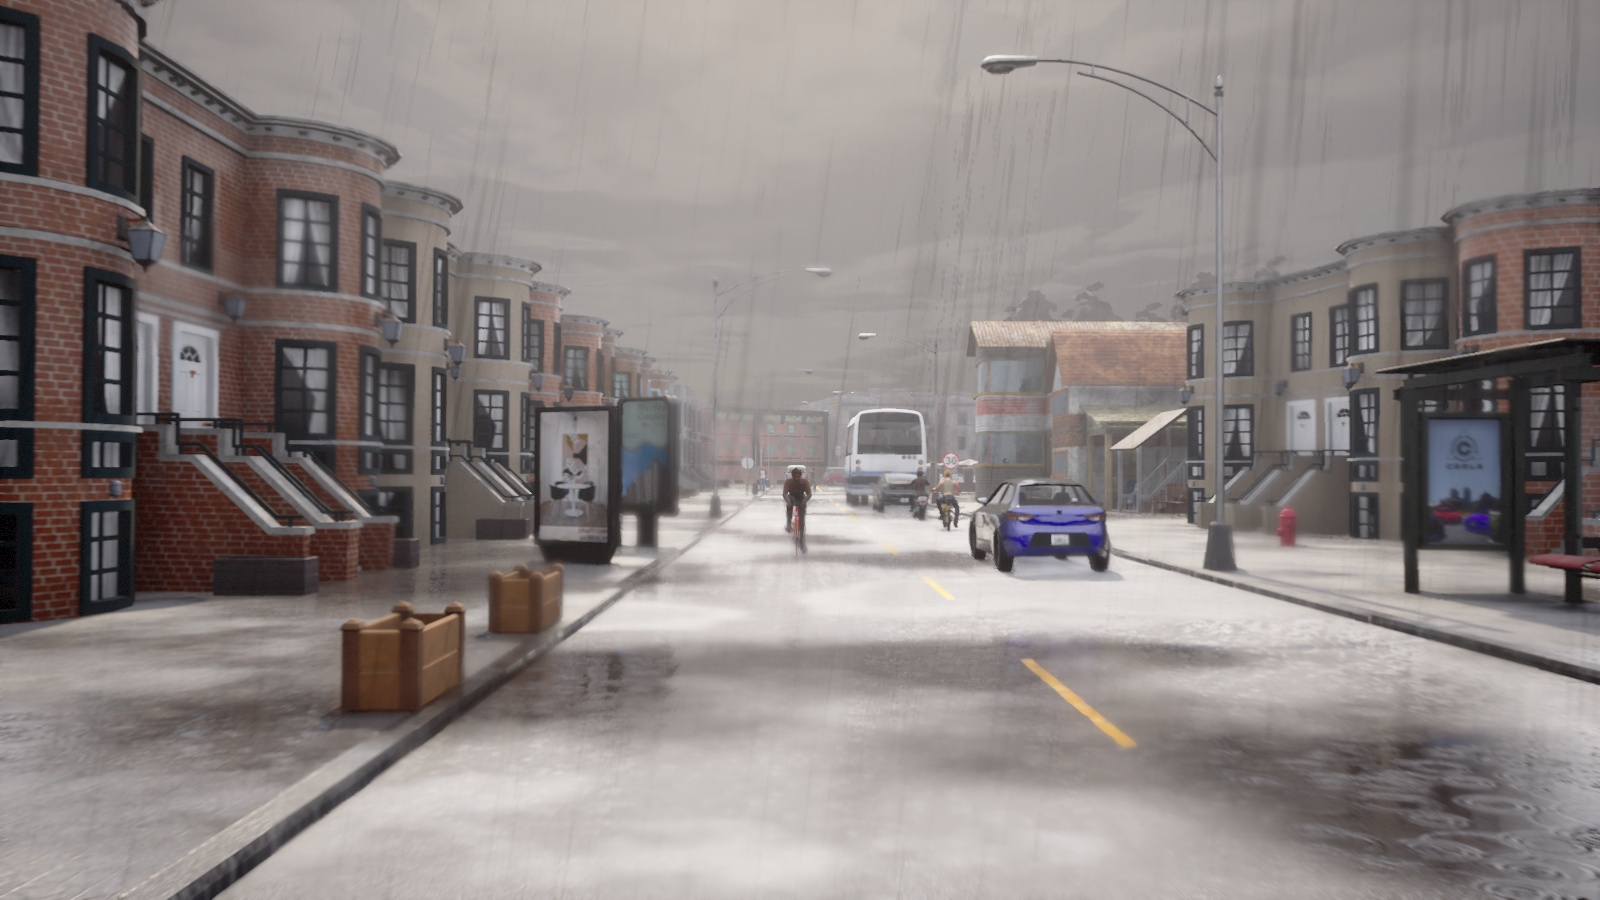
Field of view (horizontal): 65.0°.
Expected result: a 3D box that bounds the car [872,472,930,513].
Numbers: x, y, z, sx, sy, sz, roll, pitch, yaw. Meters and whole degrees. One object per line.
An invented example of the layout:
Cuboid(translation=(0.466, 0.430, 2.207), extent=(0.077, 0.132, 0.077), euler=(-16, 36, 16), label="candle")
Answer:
Cuboid(translation=(3.886, 1.627, 49.151), extent=(1.837, 1.490, 4.892), euler=(0, -1, 0), label="car")

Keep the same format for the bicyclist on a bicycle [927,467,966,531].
Cuboid(translation=(3.917, 1.294, 33.570), extent=(0.866, 1.612, 1.509), euler=(0, 2, 0), label="bicyclist on a bicycle")

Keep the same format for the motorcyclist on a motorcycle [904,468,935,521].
Cuboid(translation=(3.904, 1.437, 41.092), extent=(0.766, 1.649, 2.350), euler=(0, -1, 0), label="motorcyclist on a motorcycle")

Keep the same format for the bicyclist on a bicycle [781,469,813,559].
Cuboid(translation=(-0.055, 1.160, 23.419), extent=(0.582, 1.620, 1.656), euler=(0, -1, 0), label="bicyclist on a bicycle")

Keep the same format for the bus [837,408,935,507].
Cuboid(translation=(3.846, 0.414, 59.244), extent=(3.944, 4.253, 10.273), euler=(0, -1, 0), label="bus")

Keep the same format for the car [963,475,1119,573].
Cuboid(translation=(3.951, 1.168, 21.238), extent=(1.816, 1.474, 4.193), euler=(0, -1, 0), label="car")
